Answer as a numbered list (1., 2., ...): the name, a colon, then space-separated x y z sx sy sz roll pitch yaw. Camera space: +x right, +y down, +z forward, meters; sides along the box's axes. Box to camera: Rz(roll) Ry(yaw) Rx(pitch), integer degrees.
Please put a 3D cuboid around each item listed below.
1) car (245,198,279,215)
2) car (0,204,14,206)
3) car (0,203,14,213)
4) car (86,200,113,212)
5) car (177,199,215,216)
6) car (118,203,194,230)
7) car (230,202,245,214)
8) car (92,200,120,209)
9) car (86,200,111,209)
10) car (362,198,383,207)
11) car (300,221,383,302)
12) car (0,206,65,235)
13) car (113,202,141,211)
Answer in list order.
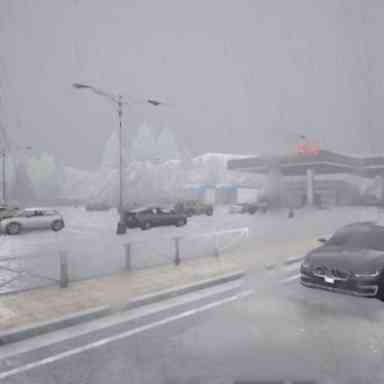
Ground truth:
1. car: 8.216 1.574 37.671 3.866 1.878 1.905 0 -1 -43
2. car: -14.669 1.824 25.216 5.027 1.636 2.152 0 -1 -43
3. car: -30.702 2.571 53.026 3.806 1.475 1.970 0 -1 -43
4. car: -14.490 2.274 51.704 3.633 1.501 1.845 0 -1 -43
5. car: 0.212 1.671 34.732 4.605 1.855 1.932 0 -1 -43
6. car: -2.409 1.778 22.834 4.514 1.523 2.007 0 -1 -43
7. car: 6.408 1.913 40.521 3.806 1.475 1.970 0 -1 -43
8. car: -16.914 2.468 65.608 5.027 1.636 2.152 0 -1 -43
9. car: -19.084 2.531 67.872 4.514 1.523 2.007 0 -1 -43
10. car: 33.529 1.883 60.379 2.242 1.667 4.611 0 -1 -43
11. car: 4.587 1.543 8.445 4.892 1.490 1.837 0 -1 -43
12. car: -10.069 1.792 20.729 3.806 1.475 1.970 0 -1 -43
13. car: -7.730 2.082 44.348 4.514 1.523 2.007 0 -1 -43
